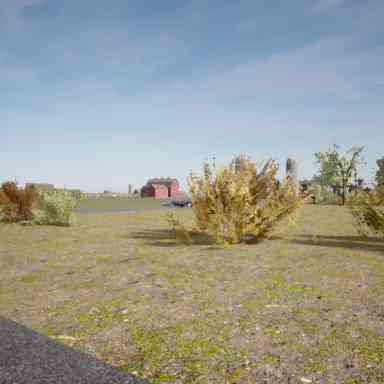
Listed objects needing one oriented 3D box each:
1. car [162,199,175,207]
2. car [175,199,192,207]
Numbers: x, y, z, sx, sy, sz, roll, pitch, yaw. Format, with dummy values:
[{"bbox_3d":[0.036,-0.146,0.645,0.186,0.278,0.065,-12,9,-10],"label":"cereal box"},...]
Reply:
[{"bbox_3d":[-3.617,2.084,62.443,2.128,1.511,4.902,-1,-1,36],"label":"car"},{"bbox_3d":[-0.358,2.043,60.834,1.837,1.490,4.892,-1,-1,36],"label":"car"}]
